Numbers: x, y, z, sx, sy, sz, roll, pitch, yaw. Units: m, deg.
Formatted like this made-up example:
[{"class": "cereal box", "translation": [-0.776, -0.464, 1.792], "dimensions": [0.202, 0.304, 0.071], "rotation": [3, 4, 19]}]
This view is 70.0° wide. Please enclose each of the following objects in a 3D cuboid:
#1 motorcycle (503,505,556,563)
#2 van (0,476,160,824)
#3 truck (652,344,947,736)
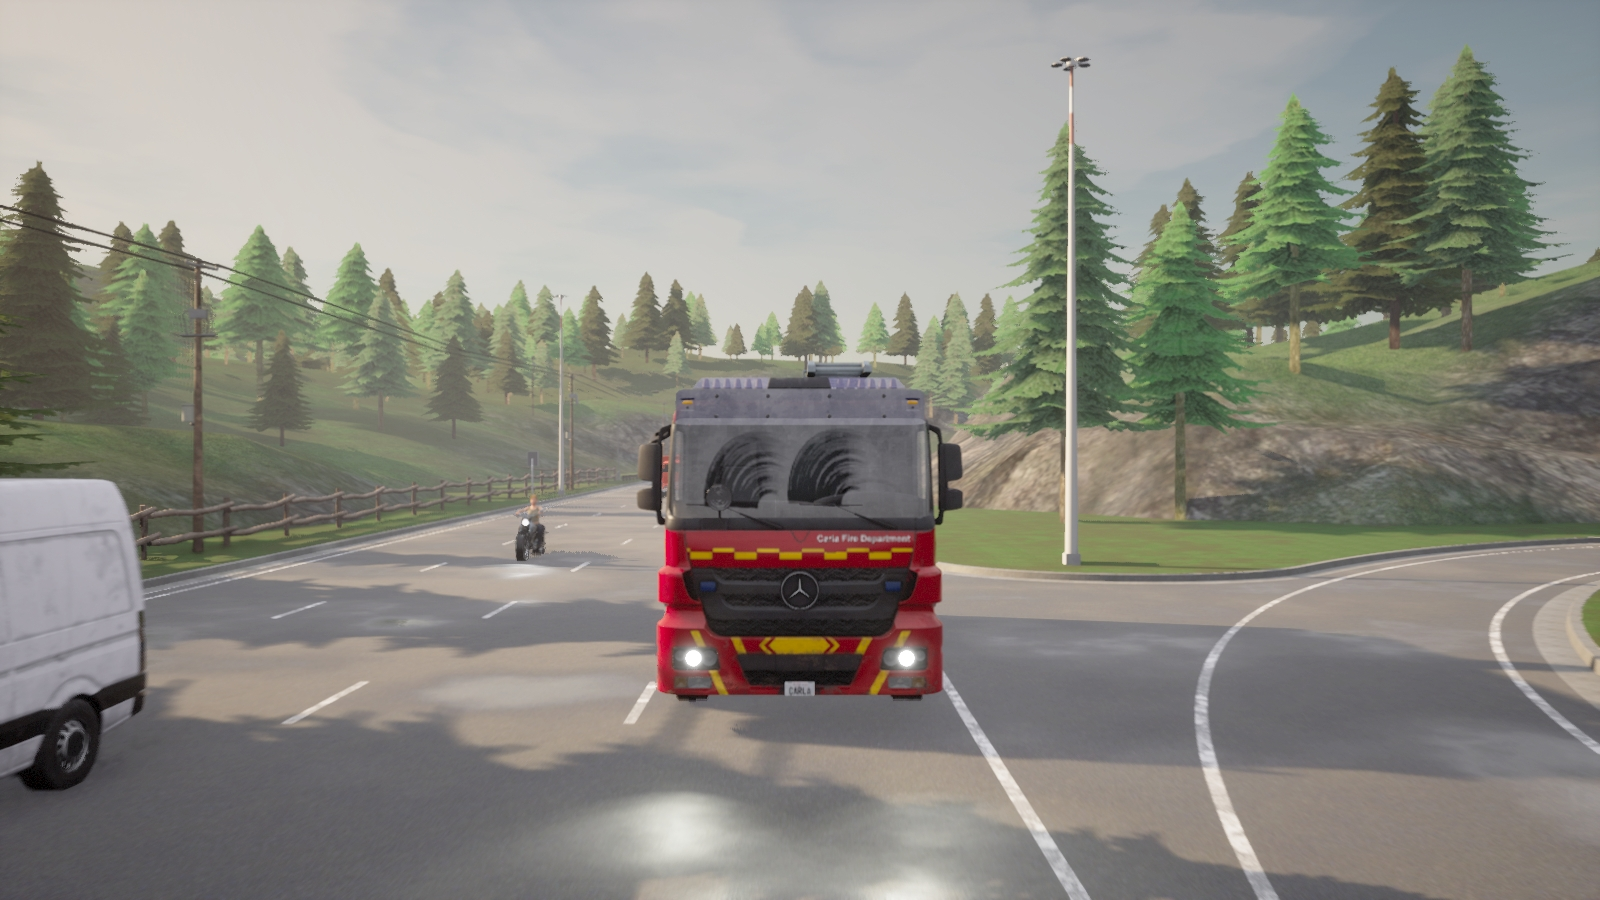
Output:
[{"class": "motorcycle", "translation": [-6.929, 2.141, 29.388], "dimensions": [0.764, 1.307, 2.356], "rotation": [0, 0, 1]}, {"class": "van", "translation": [-7.003, 1.530, 7.771], "dimensions": [1.988, 2.561, 5.915], "rotation": [0, 0, 0]}, {"class": "truck", "translation": [-0.004, 0.883, 15.402], "dimensions": [2.891, 3.827, 8.468], "rotation": [0, 0, 0]}]
